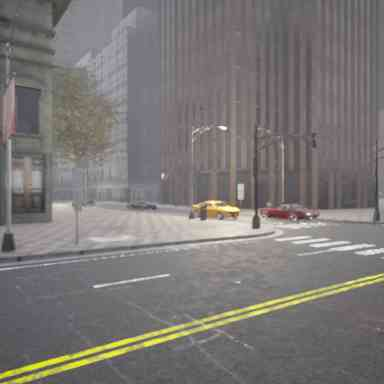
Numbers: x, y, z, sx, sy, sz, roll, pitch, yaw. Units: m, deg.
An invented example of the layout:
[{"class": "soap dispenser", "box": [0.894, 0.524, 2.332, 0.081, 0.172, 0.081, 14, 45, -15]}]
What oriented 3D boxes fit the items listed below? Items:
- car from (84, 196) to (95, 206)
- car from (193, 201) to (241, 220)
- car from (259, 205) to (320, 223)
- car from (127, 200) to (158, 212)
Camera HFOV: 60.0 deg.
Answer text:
[{"class": "car", "box": [-18.127, 1.430, 56.353, 2.097, 1.767, 4.553, 0, 0, -36]}, {"class": "car", "box": [2.037, 1.534, 28.719, 1.882, 1.535, 5.008, 0, 0, -36]}, {"class": "car", "box": [7.594, 1.651, 26.598, 1.895, 1.301, 4.718, 0, 0, -35]}, {"class": "car", "box": [-5.944, 1.661, 39.592, 1.895, 1.301, 4.718, 0, 0, -36]}]
